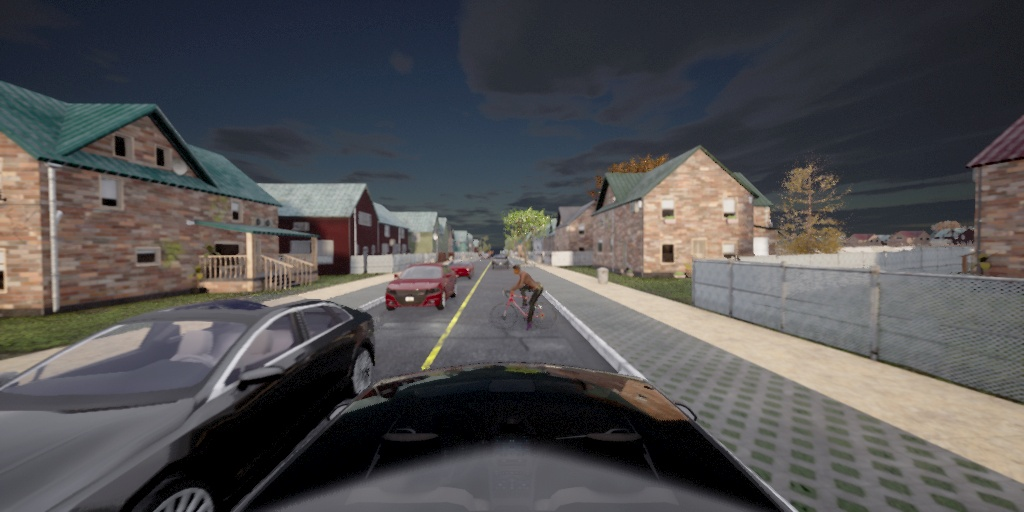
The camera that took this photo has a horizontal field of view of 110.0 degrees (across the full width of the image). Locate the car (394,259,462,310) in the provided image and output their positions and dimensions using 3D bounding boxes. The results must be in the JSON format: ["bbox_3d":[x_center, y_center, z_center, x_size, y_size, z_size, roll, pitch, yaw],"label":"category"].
[{"bbox_3d":[-3.250,1.015,13.621,1.882,1.535,5.008,0,1,-2],"label":"car"}]

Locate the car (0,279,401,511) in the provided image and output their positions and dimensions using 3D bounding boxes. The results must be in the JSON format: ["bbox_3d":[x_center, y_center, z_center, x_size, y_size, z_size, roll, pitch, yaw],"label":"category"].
[{"bbox_3d":[-2.869,1.229,3.445,2.128,1.511,4.902,0,1,-2],"label":"car"}]

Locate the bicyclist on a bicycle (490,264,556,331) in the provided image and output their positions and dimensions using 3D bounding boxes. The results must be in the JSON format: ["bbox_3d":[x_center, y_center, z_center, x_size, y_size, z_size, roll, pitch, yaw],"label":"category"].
[{"bbox_3d":[0.278,1.025,8.862,1.656,1.620,0.582,0,1,-2],"label":"bicyclist on a bicycle"}]

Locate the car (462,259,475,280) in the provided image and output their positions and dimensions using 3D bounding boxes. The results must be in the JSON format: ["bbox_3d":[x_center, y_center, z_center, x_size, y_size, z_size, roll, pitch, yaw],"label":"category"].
[{"bbox_3d":[-3.661,0.919,25.292,1.895,1.301,4.718,0,1,-2],"label":"car"}]

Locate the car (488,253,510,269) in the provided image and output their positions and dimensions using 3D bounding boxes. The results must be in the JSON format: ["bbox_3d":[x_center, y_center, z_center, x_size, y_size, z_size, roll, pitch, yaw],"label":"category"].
[{"bbox_3d":[-1.229,0.557,38.848,2.128,1.511,4.902,0,1,-2],"label":"car"}]
